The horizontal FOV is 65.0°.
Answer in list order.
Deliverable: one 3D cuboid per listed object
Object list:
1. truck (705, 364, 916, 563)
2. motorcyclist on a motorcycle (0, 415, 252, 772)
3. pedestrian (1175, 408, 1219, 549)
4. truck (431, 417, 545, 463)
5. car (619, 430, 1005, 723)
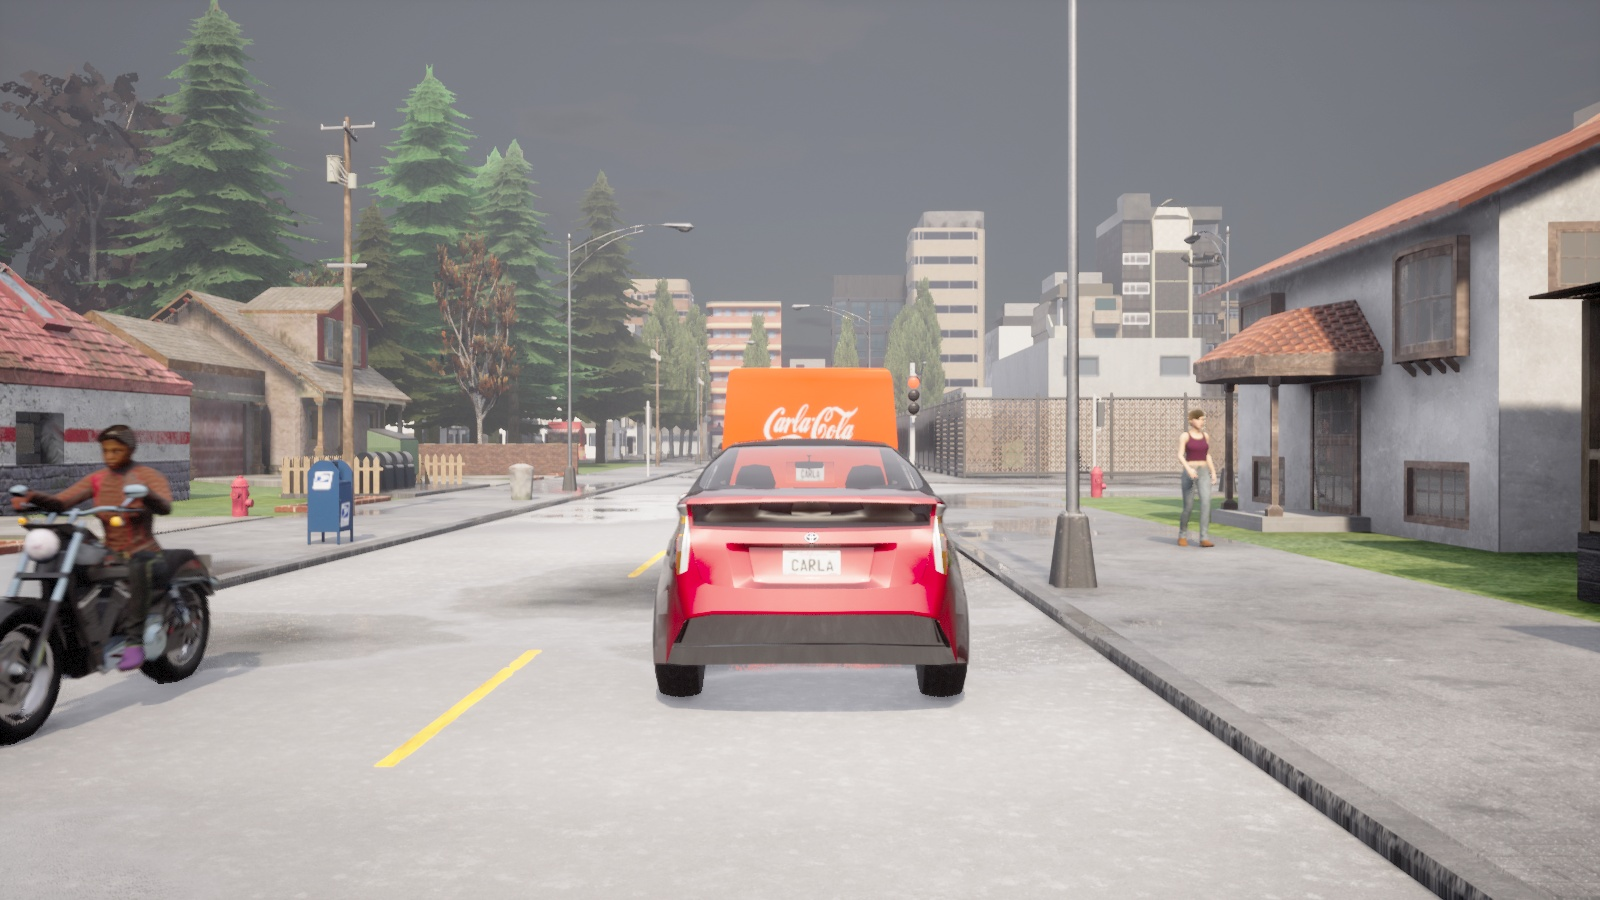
[{"bbox_3d":[0.124,0.159,18.197,2.627,2.467,5.204,0,0,0],"label":"truck"},{"bbox_3d":[-3.947,0.655,6.980,0.766,1.649,2.350,0,0,0],"label":"motorcyclist on a motorcycle"},{"bbox_3d":[5.241,0.368,16.601,0.345,1.836,0.594,0,0,-6],"label":"pedestrian"},{"bbox_3d":[-23.757,-0.788,95.785,7.936,3.462,2.891,0,0,2],"label":"truck"},{"bbox_3d":[0.066,0.644,8.796,2.007,1.525,4.514,0,0,0],"label":"car"}]
